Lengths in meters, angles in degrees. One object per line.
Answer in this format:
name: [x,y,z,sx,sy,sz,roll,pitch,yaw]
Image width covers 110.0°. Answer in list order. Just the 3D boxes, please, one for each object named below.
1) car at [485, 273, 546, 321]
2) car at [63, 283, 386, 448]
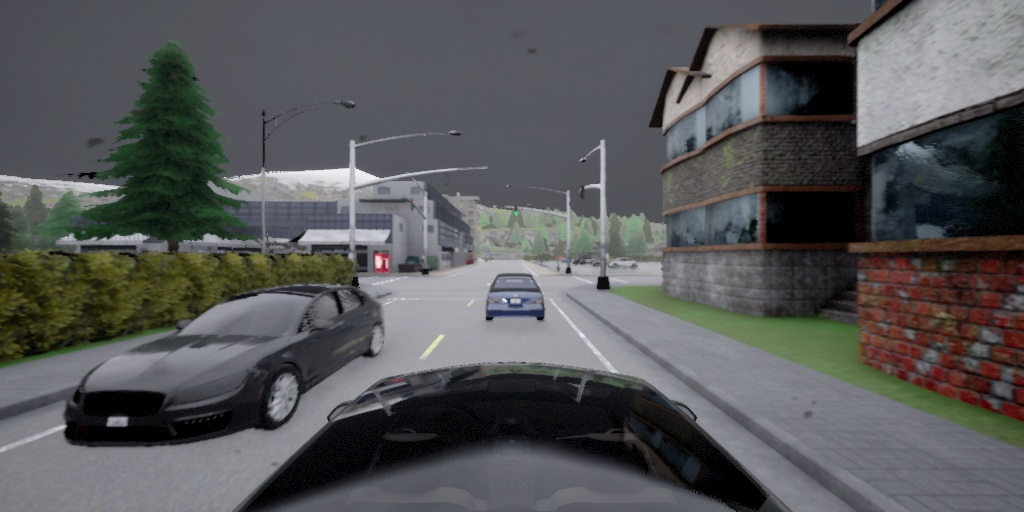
car: [0.072,1.289,12.376,2.033,1.411,5.357,0,0,-1]
car: [-3.571,1.252,5.688,1.837,1.490,4.892,0,0,0]
